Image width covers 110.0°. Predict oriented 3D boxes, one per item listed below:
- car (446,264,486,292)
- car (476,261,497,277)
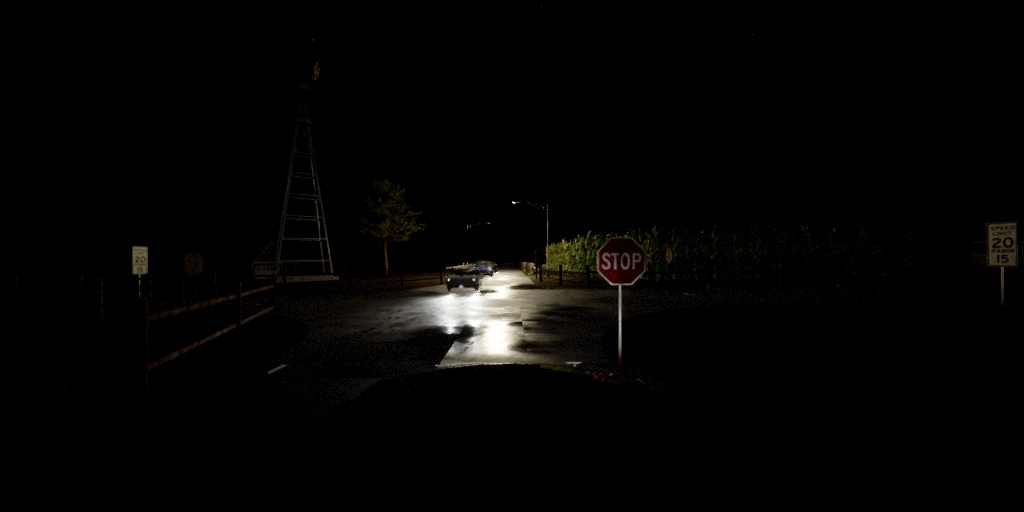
[{"bbox_3d":[-2.898,1.420,22.609,1.895,1.301,4.718,0,1,0],"label":"car"},{"bbox_3d":[-3.000,1.274,37.237,2.097,1.767,4.553,0,-1,0],"label":"car"}]
